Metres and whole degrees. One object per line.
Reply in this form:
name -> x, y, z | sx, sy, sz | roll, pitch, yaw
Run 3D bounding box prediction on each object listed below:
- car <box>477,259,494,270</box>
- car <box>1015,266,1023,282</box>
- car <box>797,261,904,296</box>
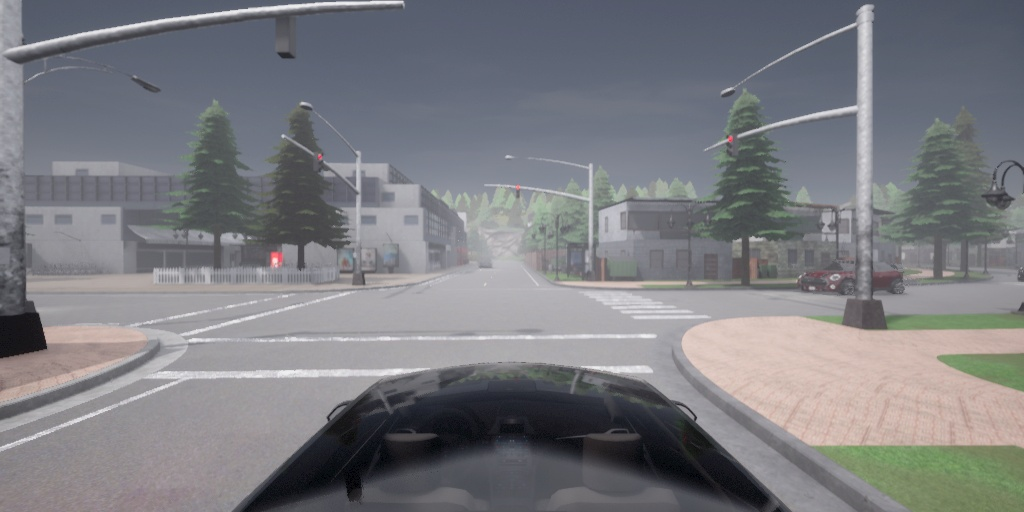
car -> -3.592, 1.130, 49.141 | 1.837, 1.490, 4.892 | 0, 2, 0
car -> 38.402, 1.139, 25.921 | 4.892, 1.490, 1.837 | 1, 0, -30
car -> 17.102, 1.015, 18.222 | 4.553, 1.767, 2.097 | 0, 0, -11
